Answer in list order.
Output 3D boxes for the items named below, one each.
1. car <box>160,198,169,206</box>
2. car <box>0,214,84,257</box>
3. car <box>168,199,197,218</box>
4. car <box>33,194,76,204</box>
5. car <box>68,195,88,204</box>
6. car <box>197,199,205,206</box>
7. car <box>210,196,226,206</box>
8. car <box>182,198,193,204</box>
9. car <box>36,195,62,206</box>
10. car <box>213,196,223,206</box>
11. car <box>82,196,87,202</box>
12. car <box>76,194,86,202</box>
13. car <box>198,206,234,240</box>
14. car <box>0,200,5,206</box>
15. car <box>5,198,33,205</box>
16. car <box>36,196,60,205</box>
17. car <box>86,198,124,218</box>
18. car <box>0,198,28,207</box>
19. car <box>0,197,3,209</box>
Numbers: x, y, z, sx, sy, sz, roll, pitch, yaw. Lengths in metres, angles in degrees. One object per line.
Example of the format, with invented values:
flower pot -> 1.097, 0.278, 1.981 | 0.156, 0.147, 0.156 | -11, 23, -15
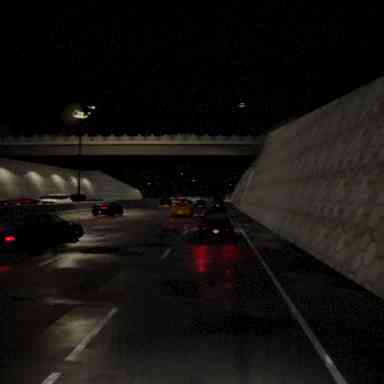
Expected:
car -> -5.309, 2.044, 67.413 | 1.812, 1.442, 4.674 | 1, -1, 5
car -> -6.116, 1.553, 13.005 | 2.033, 1.411, 5.357 | 1, -1, 5
car -> -0.913, 1.774, 33.844 | 1.882, 1.535, 5.008 | 1, -1, 5
car -> -17.824, 1.288, 43.444 | 2.150, 2.045, 5.566 | 1, -1, 5
car -> -22.890, 1.543, 67.050 | 2.097, 1.767, 4.553 | 1, -1, 5
car -> 1.633, 2.187, 66.430 | 2.033, 1.411, 5.357 | 1, -1, 5
car -> 3.426, 1.823, 43.999 | 2.097, 1.767, 4.553 | 1, -1, 5
car -> -1.007, 2.139, 77.127 | 1.895, 1.301, 4.718 | 1, -1, 5
car -> -23.824, 1.416, 55.553 | 2.097, 1.767, 4.553 | 1, -1, 5
car -> 5.974, 2.046, 76.561 | 2.150, 2.045, 5.566 | 1, -1, 5
car -> -16.683, 1.777, 57.088 | 1.994, 1.385, 4.181 | 1, -1, 5
car -> -20.131, 1.375, 57.757 | 2.150, 2.045, 5.566 | 1, -1, 5
car -> 1.334, 1.720, 18.231 | 1.812, 1.442, 4.674 | 1, 0, 5
car -> -19.067, 1.453, 28.653 | 2.033, 1.411, 5.357 | 1, -1, 5
car -> -21.456, 1.462, 42.121 | 1.882, 1.535, 5.008 | 1, -1, 5
car -> -26.810, 1.570, 62.097 | 1.837, 1.490, 4.892 | 1, 0, 5
car -> -8.062, 1.637, 32.270 | 2.128, 1.511, 4.902 | 1, -1, 5
car -> -27.680, 1.554, 51.370 | 1.895, 1.301, 4.718 | 1, -1, 5
car -> -25.170, 1.370, 39.707 | 1.882, 1.535, 5.008 | 1, -1, 5
